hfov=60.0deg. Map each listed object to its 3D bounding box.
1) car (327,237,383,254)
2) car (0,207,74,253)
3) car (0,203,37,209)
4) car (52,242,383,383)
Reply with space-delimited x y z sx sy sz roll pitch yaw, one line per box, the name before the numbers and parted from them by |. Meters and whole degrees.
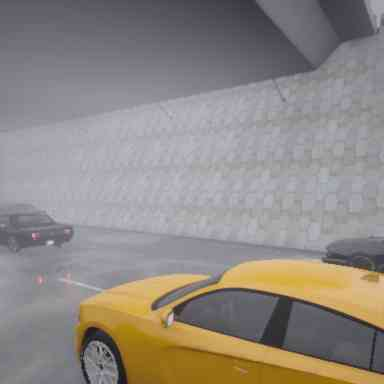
car | 6.170 1.551 8.191 5.357 1.411 2.033 1 0 35
car | -6.860 1.495 13.162 4.718 1.301 1.895 1 0 35
car | -10.940 1.381 20.357 5.357 1.411 2.033 1 0 35
car | 0.870 1.469 3.369 5.008 1.535 1.882 1 0 35
